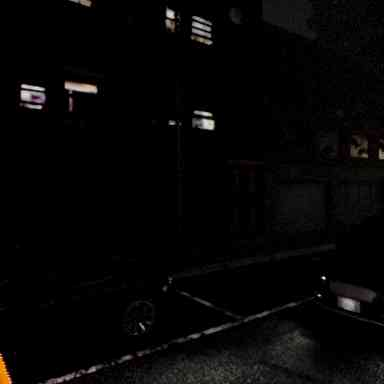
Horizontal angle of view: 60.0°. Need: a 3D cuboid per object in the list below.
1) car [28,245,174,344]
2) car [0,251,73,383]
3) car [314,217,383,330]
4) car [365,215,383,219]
[{"bbox_3d":[-2.299,1.559,4.929,4.313,1.339,1.947,-1,0,-36],"label":"car"},{"bbox_3d":[-3.053,1.368,1.125,4.553,1.767,2.097,-1,0,-37],"label":"car"},{"bbox_3d":[4.378,1.430,6.501,4.902,1.511,2.128,-1,0,-36],"label":"car"},{"bbox_3d":[6.693,1.465,11.345,4.313,1.339,1.947,-1,0,-36],"label":"car"}]
